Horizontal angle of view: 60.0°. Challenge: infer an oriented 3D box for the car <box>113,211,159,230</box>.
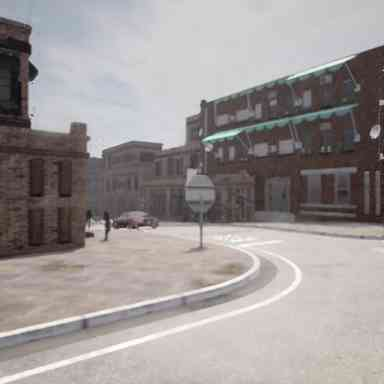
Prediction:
[{"bbox_3d":[-4.113,2.060,24.152,1.994,1.385,4.181,1,-5,-37],"label":"car"}]
